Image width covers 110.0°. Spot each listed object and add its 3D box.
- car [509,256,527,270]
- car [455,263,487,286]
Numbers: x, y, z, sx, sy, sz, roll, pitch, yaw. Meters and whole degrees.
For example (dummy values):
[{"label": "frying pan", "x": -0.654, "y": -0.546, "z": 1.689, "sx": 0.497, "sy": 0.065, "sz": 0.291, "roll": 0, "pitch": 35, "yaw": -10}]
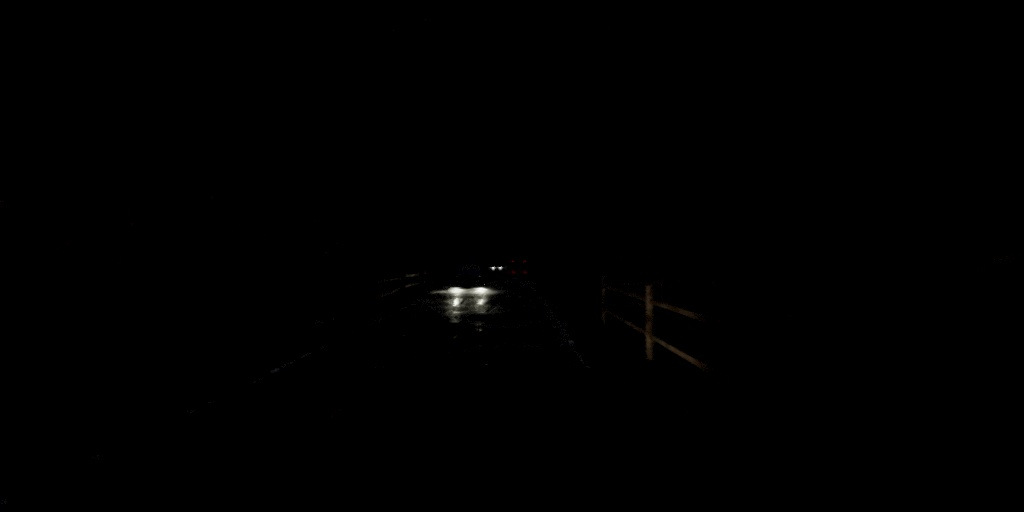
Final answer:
[{"label": "car", "x": 0.957, "y": 0.968, "z": 51.162, "sx": 2.150, "sy": 2.045, "sz": 5.566, "roll": 0, "pitch": 0, "yaw": 0}, {"label": "car", "x": -2.850, "y": 1.227, "z": 25.517, "sx": 1.882, "sy": 1.535, "sz": 5.008, "roll": 0, "pitch": 0, "yaw": 0}]
